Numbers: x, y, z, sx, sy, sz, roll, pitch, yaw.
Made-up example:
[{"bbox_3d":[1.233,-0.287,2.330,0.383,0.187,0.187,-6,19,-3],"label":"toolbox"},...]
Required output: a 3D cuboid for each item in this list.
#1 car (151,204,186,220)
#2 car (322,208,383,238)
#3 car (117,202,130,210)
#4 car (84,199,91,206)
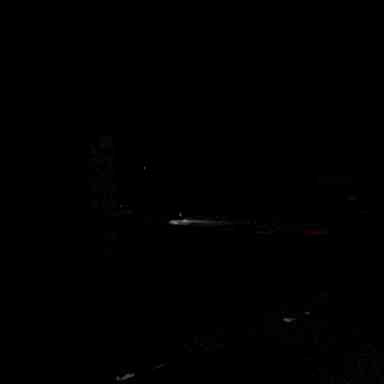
[{"bbox_3d":[-2.564,2.083,35.226,2.128,1.511,4.902,-2,0,-36],"label":"car"},{"bbox_3d":[9.572,1.660,18.227,2.128,1.511,4.902,-2,0,-36],"label":"car"},{"bbox_3d":[-12.117,2.227,54.976,1.895,1.301,4.718,-1,1,-35],"label":"car"},{"bbox_3d":[-19.788,2.039,65.687,1.837,1.490,4.892,-2,1,-36],"label":"car"}]
